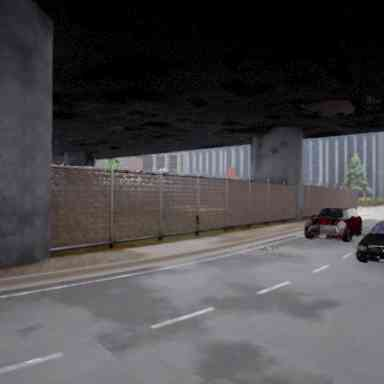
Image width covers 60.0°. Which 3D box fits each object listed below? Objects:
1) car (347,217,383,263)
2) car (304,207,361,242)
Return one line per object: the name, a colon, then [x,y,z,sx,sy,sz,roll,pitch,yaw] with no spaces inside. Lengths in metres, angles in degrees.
car: [7.516,1.733,12.107,2.033,1.411,5.357,0,-1,39]
car: [7.754,1.605,17.992,2.097,1.767,4.553,0,-1,38]
